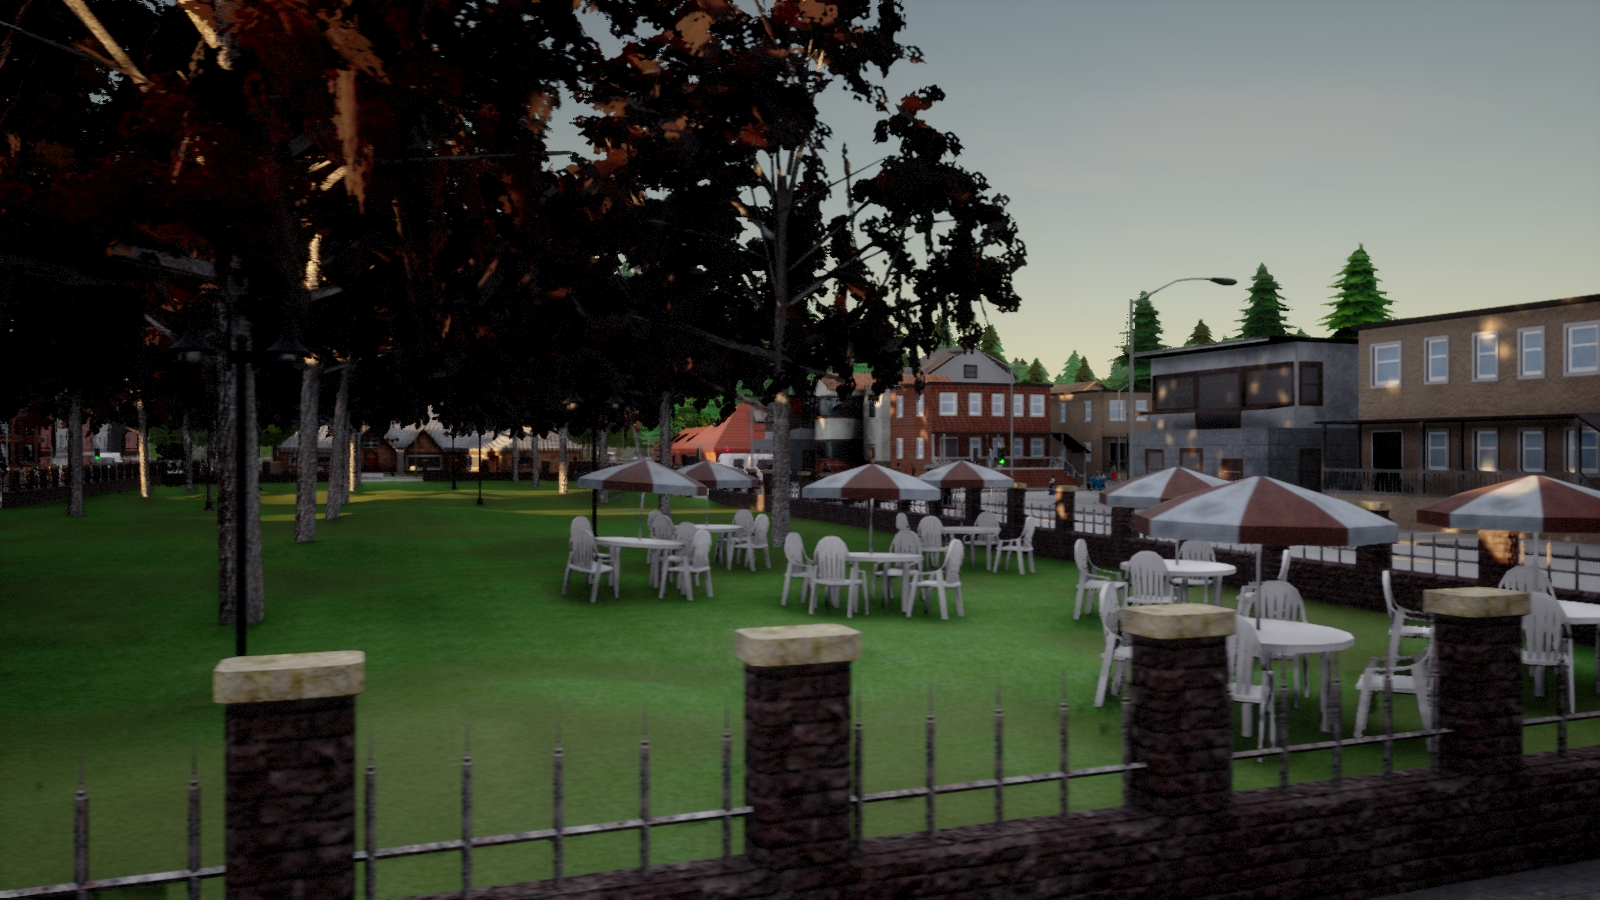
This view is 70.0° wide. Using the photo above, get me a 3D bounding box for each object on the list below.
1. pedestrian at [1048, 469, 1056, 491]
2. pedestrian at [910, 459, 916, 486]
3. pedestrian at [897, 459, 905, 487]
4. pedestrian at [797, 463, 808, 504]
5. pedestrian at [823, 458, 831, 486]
[{"bbox_3d":[15.111,1.806,68.471,0.375,1.300,0.375,0,0,-9],"label":"pedestrian"},{"bbox_3d":[7.712,1.516,77.810,0.375,1.860,0.375,0,0,-2],"label":"pedestrian"},{"bbox_3d":[6.748,1.518,76.470,0.375,1.860,0.375,0,0,-25],"label":"pedestrian"},{"bbox_3d":[0.122,1.525,52.093,0.375,1.860,0.375,0,0,-35],"label":"pedestrian"},{"bbox_3d":[1.848,1.516,78.855,0.375,1.860,0.375,0,0,33],"label":"pedestrian"}]
